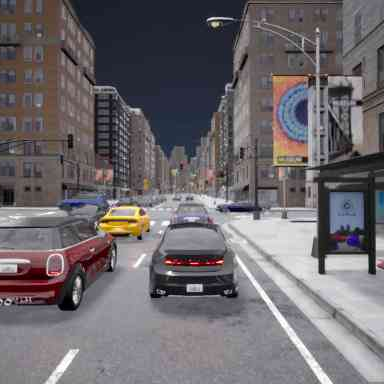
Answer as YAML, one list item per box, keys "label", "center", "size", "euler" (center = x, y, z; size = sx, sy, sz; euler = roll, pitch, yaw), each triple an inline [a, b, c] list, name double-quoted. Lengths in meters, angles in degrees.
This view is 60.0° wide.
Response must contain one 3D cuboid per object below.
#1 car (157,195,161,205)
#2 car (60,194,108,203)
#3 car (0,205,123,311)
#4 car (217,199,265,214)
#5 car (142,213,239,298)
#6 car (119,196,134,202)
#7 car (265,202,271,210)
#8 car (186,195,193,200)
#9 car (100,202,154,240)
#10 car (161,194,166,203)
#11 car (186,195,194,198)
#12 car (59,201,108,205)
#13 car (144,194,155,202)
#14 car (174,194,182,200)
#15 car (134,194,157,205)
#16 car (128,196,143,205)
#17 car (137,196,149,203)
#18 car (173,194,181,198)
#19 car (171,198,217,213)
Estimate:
- label: "car"
  center: [-6.986, 1.547, 58.911]
  size: [1.812, 1.442, 4.674]
  euler: [0, 0, 0]
- label: "car"
  center: [-12.603, 1.270, 38.774]
  size: [5.566, 2.045, 2.150]
  euler: [0, -1, -1]
- label: "car"
  center: [-3.220, 1.355, 7.927]
  size: [2.097, 1.767, 4.553]
  euler: [0, 0, -1]
- label: "car"
  center: [4.888, 1.662, 35.362]
  size: [4.718, 1.301, 1.895]
  euler: [0, -1, -7]
- label: "car"
  center: [0.024, 1.508, 8.497]
  size: [1.837, 1.490, 4.892]
  euler: [0, 0, -1]
- label: "car"
  center: [-10.197, 1.585, 51.362]
  size: [1.994, 1.385, 4.181]
  euler: [0, 0, 0]
- label: "car"
  center: [6.821, 1.608, 39.225]
  size: [4.902, 1.511, 2.128]
  euler: [0, -1, 5]
- label: "car"
  center: [-0.620, 1.439, 92.024]
  size: [1.895, 1.301, 4.718]
  euler: [0, 0, 0]
- label: "car"
  center: [-3.279, 1.485, 17.055]
  size: [1.882, 1.535, 5.008]
  euler: [0, 0, -1]
- label: "car"
  center: [-6.968, 1.586, 68.919]
  size: [1.994, 1.385, 4.181]
  euler: [0, 0, 0]
- label: "car"
  center: [-0.551, 1.490, 81.575]
  size: [1.882, 1.535, 5.008]
  euler: [0, 0, 0]
- label: "car"
  center: [-6.265, 1.515, 20.289]
  size: [1.837, 1.490, 4.892]
  euler: [0, 0, 4]
- label: "car"
  center: [-10.295, 1.376, 80.544]
  size: [2.097, 1.767, 4.553]
  euler: [0, 0, 0]
- label: "car"
  center: [-3.870, 1.369, 91.973]
  size: [2.128, 1.511, 4.902]
  euler: [0, 0, 0]
- label: "car"
  center: [-6.940, 1.373, 50.335]
  size: [2.097, 1.767, 4.553]
  euler: [0, 0, 0]
- label: "car"
  center: [-10.230, 1.526, 60.182]
  size: [1.837, 1.490, 4.892]
  euler: [0, 0, 0]
- label: "car"
  center: [-10.227, 1.618, 70.230]
  size: [1.895, 1.301, 4.718]
  euler: [0, 0, 0]
- label: "car"
  center: [-3.804, 1.607, 82.001]
  size: [1.895, 1.301, 4.718]
  euler: [0, 0, 0]
- label: "car"
  center: [-0.033, 1.360, 17.433]
  size: [2.097, 1.767, 4.553]
  euler: [0, 0, 0]
